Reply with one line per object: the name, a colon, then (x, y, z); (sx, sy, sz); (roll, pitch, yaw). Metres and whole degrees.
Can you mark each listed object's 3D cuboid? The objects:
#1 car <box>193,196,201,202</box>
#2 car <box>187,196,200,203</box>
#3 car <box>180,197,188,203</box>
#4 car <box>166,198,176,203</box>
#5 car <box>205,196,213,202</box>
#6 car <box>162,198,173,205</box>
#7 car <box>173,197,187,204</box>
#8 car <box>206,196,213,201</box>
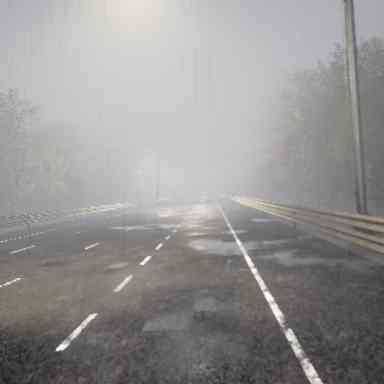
car: (1.280, 1.839, 91.746); (1.882, 1.535, 5.008); (-3, 0, 3)
car: (0.679, 1.958, 81.343); (2.128, 1.511, 4.902); (-3, 0, 3)
car: (-2.206, 2.073, 91.950); (1.837, 1.490, 4.892); (-3, 0, 3)
car: (-5.692, 2.325, 92.154); (2.033, 1.411, 5.357); (-3, 0, 3)
car: (4.167, 1.761, 81.139); (2.033, 1.411, 5.357); (-3, 0, 3)
car: (-6.296, 2.397, 81.751); (2.033, 1.411, 5.357); (-3, 0, 3)
car: (-2.811, 2.145, 81.547); (1.837, 1.490, 4.892); (-3, 0, 3)
car: (4.776, 1.745, 91.572); (1.895, 1.301, 4.718); (-3, 0, 3)
